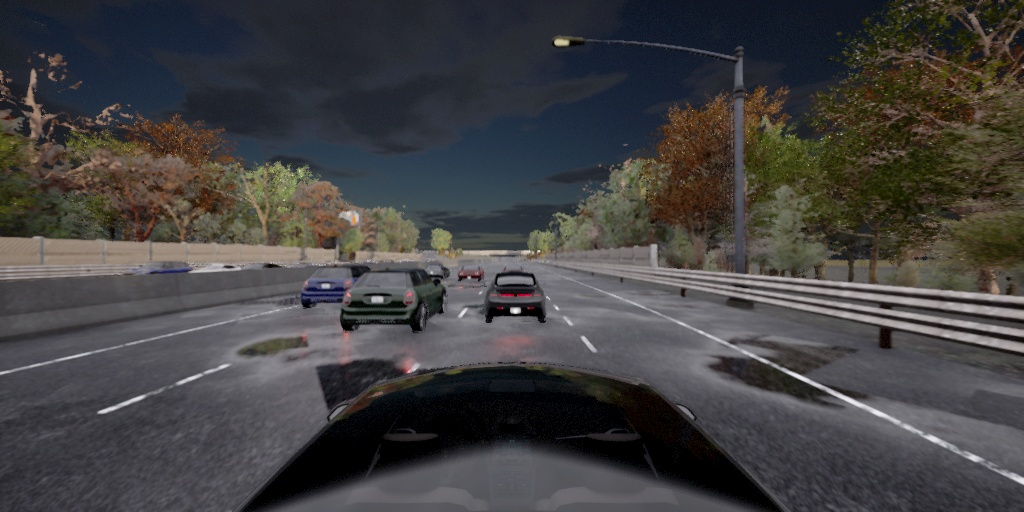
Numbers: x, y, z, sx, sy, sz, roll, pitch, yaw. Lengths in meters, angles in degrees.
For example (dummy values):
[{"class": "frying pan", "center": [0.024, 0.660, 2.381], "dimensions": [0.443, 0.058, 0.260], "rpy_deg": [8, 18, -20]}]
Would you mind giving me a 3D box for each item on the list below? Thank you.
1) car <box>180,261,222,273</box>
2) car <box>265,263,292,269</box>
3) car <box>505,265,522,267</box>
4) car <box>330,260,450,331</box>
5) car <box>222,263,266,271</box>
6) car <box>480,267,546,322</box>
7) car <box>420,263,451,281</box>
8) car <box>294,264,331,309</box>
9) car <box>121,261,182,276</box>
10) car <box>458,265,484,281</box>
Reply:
[{"class": "car", "center": [-24.601, 1.368, 30.060], "dimensions": [1.812, 1.442, 4.674], "rpy_deg": [0, 0, 0]}, {"class": "car", "center": [-17.600, 1.389, 29.998], "dimensions": [2.033, 1.411, 5.357], "rpy_deg": [0, 0, 0]}, {"class": "car", "center": [0.100, 1.444, 30.718], "dimensions": [1.895, 1.301, 4.718], "rpy_deg": [0, 0, 0]}, {"class": "car", "center": [-3.402, 1.129, 11.190], "dimensions": [2.097, 1.767, 4.553], "rpy_deg": [0, 0, 0]}, {"class": "car", "center": [-21.096, 1.347, 29.945], "dimensions": [1.837, 1.490, 4.892], "rpy_deg": [0, 0, 0]}, {"class": "car", "center": [0.100, 1.286, 12.461], "dimensions": [1.837, 1.490, 4.892], "rpy_deg": [0, 0, 0]}, {"class": "car", "center": [-6.900, 1.415, 32.808], "dimensions": [1.994, 1.385, 4.181], "rpy_deg": [0, 0, 0]}, {"class": "car", "center": [-6.901, 1.143, 15.421], "dimensions": [2.097, 1.767, 4.553], "rpy_deg": [0, 0, 0]}, {"class": "car", "center": [-28.095, 1.190, 28.613], "dimensions": [2.097, 1.767, 4.553], "rpy_deg": [0, 0, 0]}, {"class": "car", "center": [-3.400, 1.444, 30.730], "dimensions": [1.895, 1.301, 4.718], "rpy_deg": [0, 0, 0]}]
